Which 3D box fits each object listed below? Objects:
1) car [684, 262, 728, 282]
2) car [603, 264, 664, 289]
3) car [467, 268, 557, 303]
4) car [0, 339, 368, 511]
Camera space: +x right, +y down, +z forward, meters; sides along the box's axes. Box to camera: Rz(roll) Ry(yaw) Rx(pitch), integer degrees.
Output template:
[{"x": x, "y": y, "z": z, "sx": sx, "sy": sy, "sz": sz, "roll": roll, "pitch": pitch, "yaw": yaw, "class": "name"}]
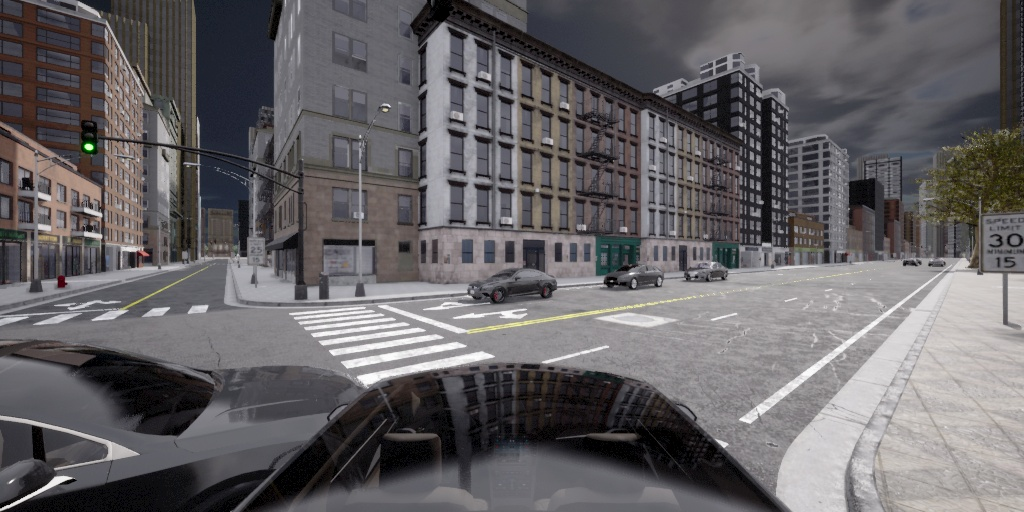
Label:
[{"x": 15.949, "y": 1.238, "z": 29.386, "sx": 4.902, "sy": 1.511, "sz": 2.128, "roll": 0, "pitch": 0, "yaw": -38, "class": "car"}, {"x": 7.876, "y": 1.260, "z": 22.995, "sx": 4.892, "sy": 1.490, "sz": 1.837, "roll": 0, "pitch": 0, "yaw": -38, "class": "car"}, {"x": 0.124, "y": 1.288, "z": 16.846, "sx": 4.674, "sy": 1.442, "sz": 1.812, "roll": 0, "pitch": 0, "yaw": -38, "class": "car"}, {"x": -3.206, "y": 1.257, "z": 1.906, "sx": 4.892, "sy": 1.490, "sz": 1.837, "roll": 0, "pitch": 0, "yaw": -34, "class": "car"}]
